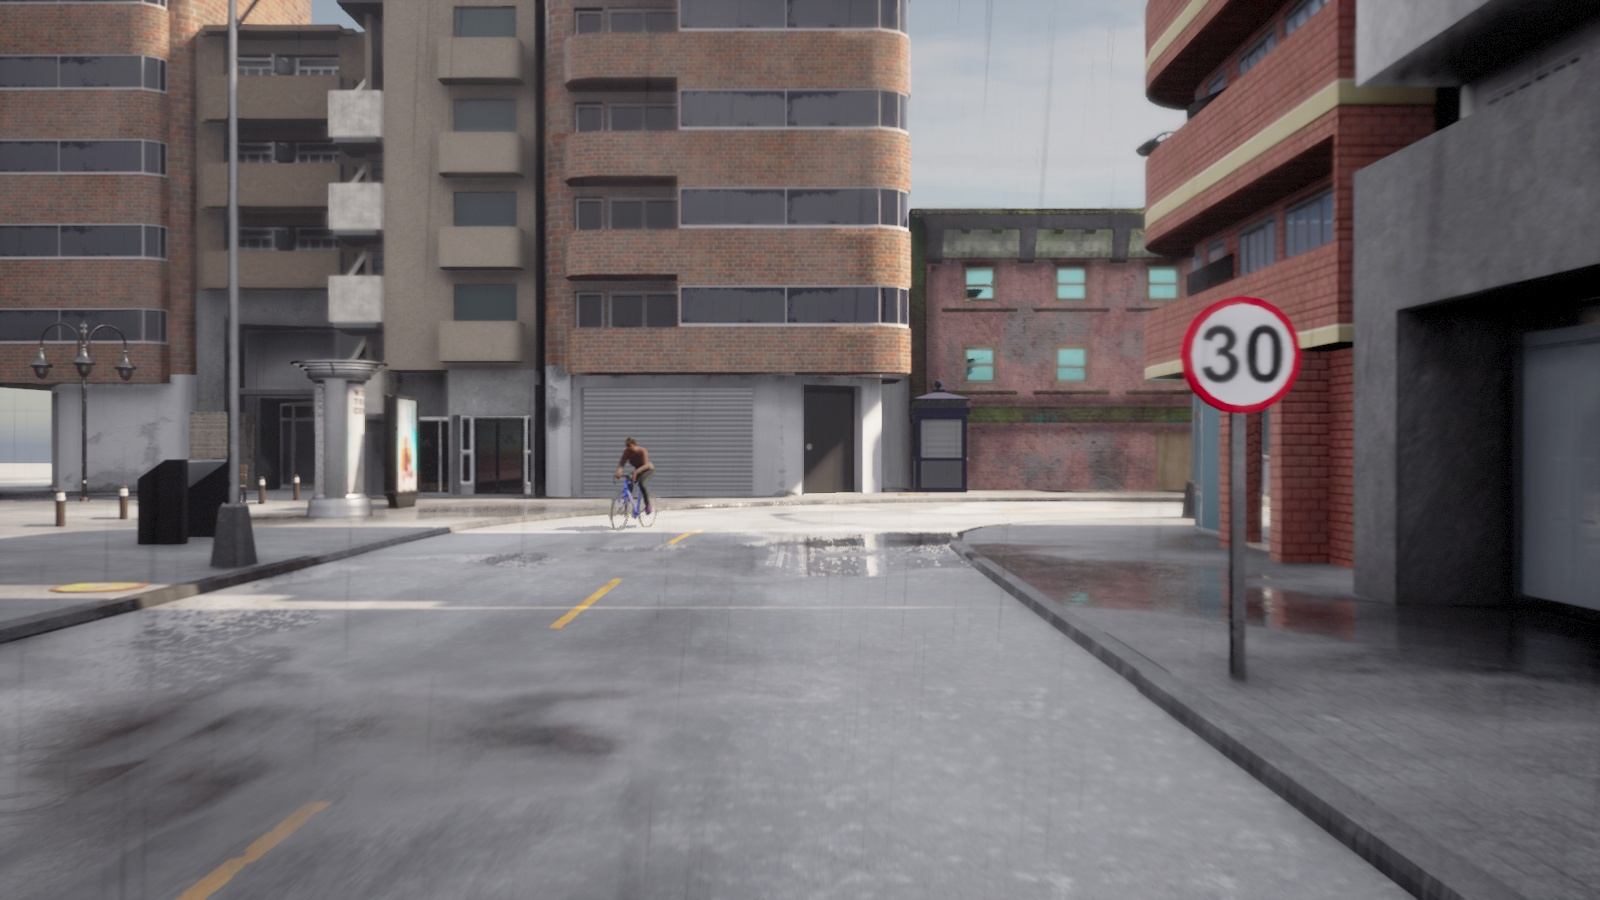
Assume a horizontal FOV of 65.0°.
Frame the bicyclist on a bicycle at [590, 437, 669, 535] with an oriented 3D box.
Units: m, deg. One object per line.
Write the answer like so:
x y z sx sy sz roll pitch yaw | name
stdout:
-2.935 0.596 21.769 0.582 1.620 1.656 2 1 22 | bicyclist on a bicycle
